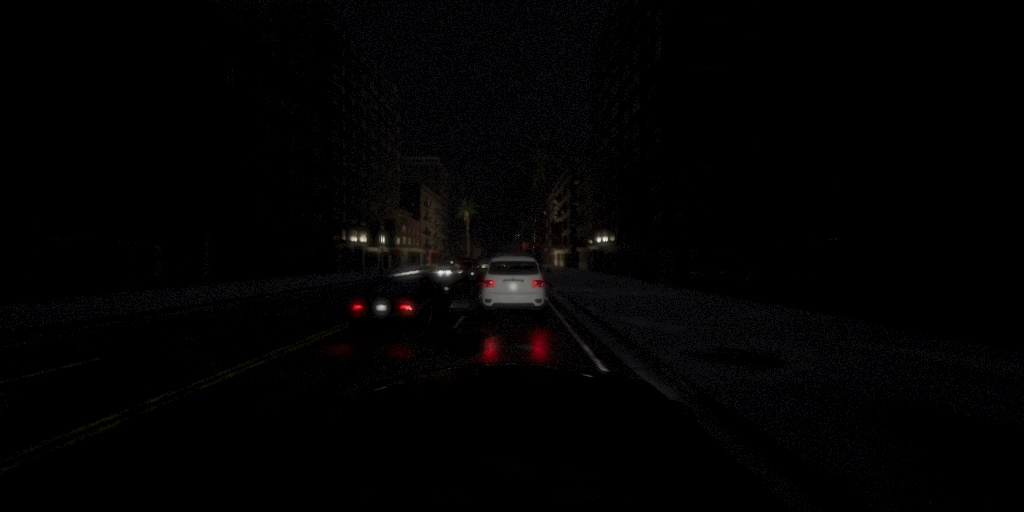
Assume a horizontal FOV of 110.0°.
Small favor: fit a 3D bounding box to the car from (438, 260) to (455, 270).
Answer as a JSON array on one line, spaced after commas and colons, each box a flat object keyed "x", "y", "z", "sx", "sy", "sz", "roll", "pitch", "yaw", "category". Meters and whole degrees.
[{"x": -9.826, "y": 1.399, "z": 54.183, "sx": 2.128, "sy": 1.511, "sz": 4.902, "roll": 0, "pitch": 0, "yaw": 0, "category": "car"}]

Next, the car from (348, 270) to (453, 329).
[{"x": -3.205, "y": 1.335, "z": 11.355, "sx": 2.033, "sy": 1.411, "sz": 5.357, "roll": 0, "pitch": 0, "yaw": 0, "category": "car"}]

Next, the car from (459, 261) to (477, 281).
[{"x": -3.180, "y": 1.409, "z": 30.967, "sx": 1.994, "sy": 1.385, "sz": 4.181, "roll": 0, "pitch": 0, "yaw": 0, "category": "car"}]

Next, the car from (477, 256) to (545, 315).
[{"x": 0.064, "y": 1.020, "z": 14.004, "sx": 2.150, "sy": 2.045, "sz": 5.566, "roll": 0, "pitch": 0, "yaw": 0, "category": "car"}]

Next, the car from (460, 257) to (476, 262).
[{"x": -6.579, "y": 1.131, "z": 54.171, "sx": 2.150, "sy": 2.045, "sz": 5.566, "roll": 0, "pitch": 0, "yaw": 0, "category": "car"}]
